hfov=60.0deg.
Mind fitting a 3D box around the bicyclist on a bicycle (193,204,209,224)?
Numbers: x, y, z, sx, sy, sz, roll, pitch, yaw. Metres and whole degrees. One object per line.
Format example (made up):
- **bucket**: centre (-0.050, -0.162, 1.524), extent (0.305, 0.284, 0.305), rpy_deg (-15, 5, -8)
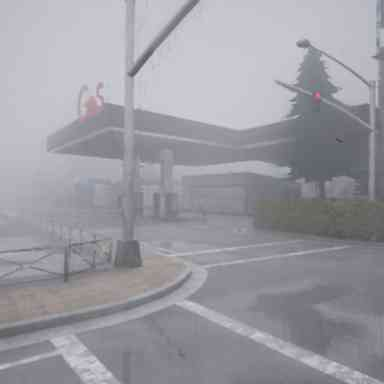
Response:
- **bicyclist on a bicycle**: centre (0.764, 1.789, 26.846), extent (1.656, 1.620, 0.582), rpy_deg (0, 0, -35)
